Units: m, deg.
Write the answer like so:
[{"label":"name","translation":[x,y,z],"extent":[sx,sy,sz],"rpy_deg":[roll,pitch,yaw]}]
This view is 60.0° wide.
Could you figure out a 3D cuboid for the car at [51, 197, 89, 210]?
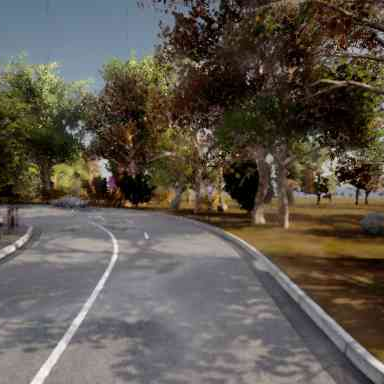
[{"label":"car","translation":[-14.029,1.223,38.011],"extent":[5.357,1.411,2.033],"rpy_deg":[0,1,38]}]
